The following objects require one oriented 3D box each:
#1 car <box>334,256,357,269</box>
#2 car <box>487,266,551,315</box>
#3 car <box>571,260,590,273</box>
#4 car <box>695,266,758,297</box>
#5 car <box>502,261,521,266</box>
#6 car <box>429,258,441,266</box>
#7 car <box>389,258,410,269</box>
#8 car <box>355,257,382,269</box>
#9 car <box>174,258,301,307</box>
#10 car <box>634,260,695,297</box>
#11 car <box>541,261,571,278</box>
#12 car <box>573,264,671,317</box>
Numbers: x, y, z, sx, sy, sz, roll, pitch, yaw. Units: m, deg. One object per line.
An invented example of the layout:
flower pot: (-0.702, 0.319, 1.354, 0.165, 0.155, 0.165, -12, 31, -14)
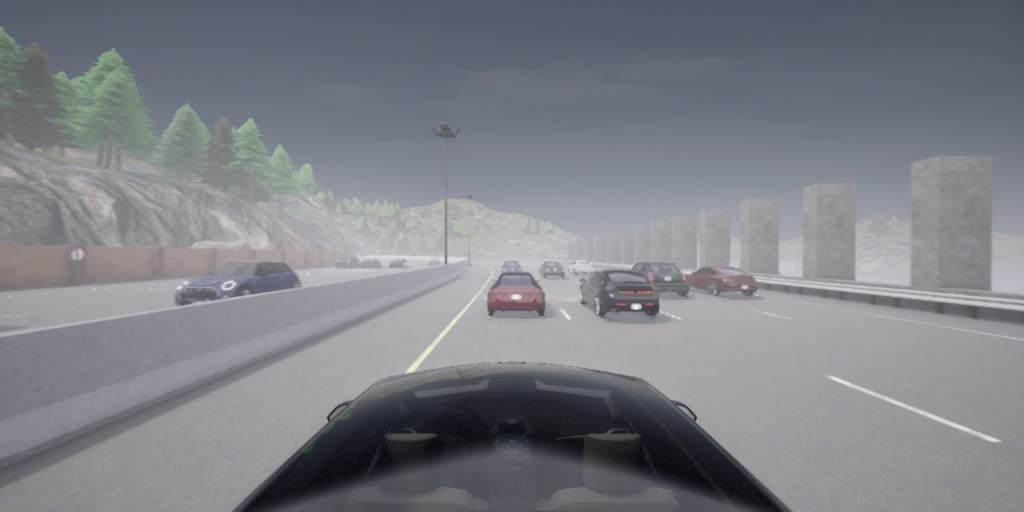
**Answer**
car: (-22.098, 0.779, 48.266, 2.097, 1.767, 4.553, 0, 0, -5)
car: (0.143, 1.258, 13.347, 1.994, 1.385, 4.181, 0, 0, 0)
car: (6.820, 1.139, 35.781, 1.812, 1.442, 4.674, 0, 0, -2)
car: (10.622, 1.239, 18.676, 1.812, 1.442, 4.674, 0, 0, 0)
car: (-0.058, 1.152, 31.521, 2.033, 1.411, 5.357, 0, 0, -2)
car: (-13.063, 1.006, 60.869, 1.895, 1.301, 4.718, 0, 0, -8)
car: (-15.056, 1.005, 48.301, 2.033, 1.411, 5.357, 0, 0, -4)
car: (-18.492, 1.013, 47.006, 1.994, 1.385, 4.181, 0, 0, -5)
car: (-10.560, 0.995, 14.247, 2.097, 1.767, 4.553, 0, 0, 0)
car: (7.134, 1.051, 18.545, 2.097, 1.767, 4.553, 0, 0, 0)
car: (3.440, 1.167, 31.529, 2.033, 1.411, 5.357, 0, 0, -1)
car: (3.643, 1.217, 12.902, 1.837, 1.490, 4.892, 0, 0, 0)
